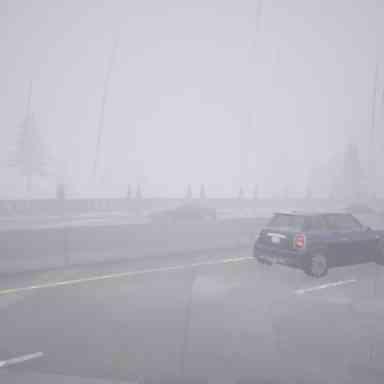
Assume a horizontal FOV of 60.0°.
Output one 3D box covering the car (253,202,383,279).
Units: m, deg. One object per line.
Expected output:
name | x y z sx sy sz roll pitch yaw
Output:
car | 4.127 1.331 10.148 4.553 1.767 2.097 0 0 -30

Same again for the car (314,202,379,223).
car | 11.904 1.515 25.593 4.674 1.442 1.812 0 0 -21

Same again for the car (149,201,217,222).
car | -0.608 1.418 23.703 5.008 1.535 1.882 0 0 -28
